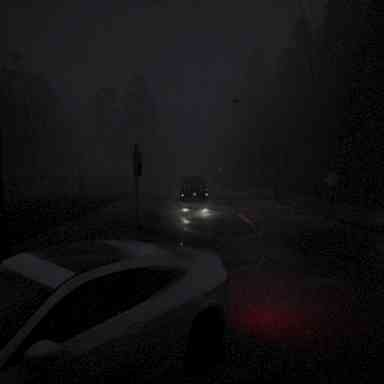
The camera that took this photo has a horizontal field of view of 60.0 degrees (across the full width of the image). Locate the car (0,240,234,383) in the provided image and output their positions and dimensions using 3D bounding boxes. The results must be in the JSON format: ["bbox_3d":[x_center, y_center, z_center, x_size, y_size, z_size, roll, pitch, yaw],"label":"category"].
[{"bbox_3d":[-1.345,1.345,3.319,1.812,1.442,4.674,5,7,40],"label":"car"}]

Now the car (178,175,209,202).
[{"bbox_3d":[0.103,-0.362,27.633,2.150,2.045,5.566,-1,4,-2],"label":"car"}]
